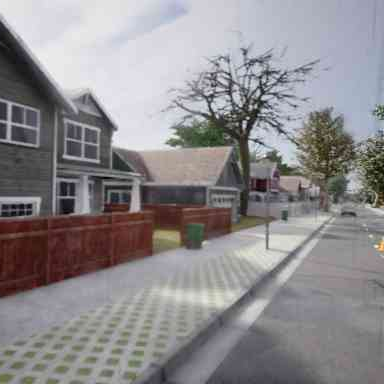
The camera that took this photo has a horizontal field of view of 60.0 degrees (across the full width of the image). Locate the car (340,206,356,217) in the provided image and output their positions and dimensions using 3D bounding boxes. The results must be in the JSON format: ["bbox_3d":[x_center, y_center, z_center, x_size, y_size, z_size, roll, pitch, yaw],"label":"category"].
[{"bbox_3d":[21.679,2.657,46.052,2.033,1.411,5.357,1,-1,25],"label":"car"}]
